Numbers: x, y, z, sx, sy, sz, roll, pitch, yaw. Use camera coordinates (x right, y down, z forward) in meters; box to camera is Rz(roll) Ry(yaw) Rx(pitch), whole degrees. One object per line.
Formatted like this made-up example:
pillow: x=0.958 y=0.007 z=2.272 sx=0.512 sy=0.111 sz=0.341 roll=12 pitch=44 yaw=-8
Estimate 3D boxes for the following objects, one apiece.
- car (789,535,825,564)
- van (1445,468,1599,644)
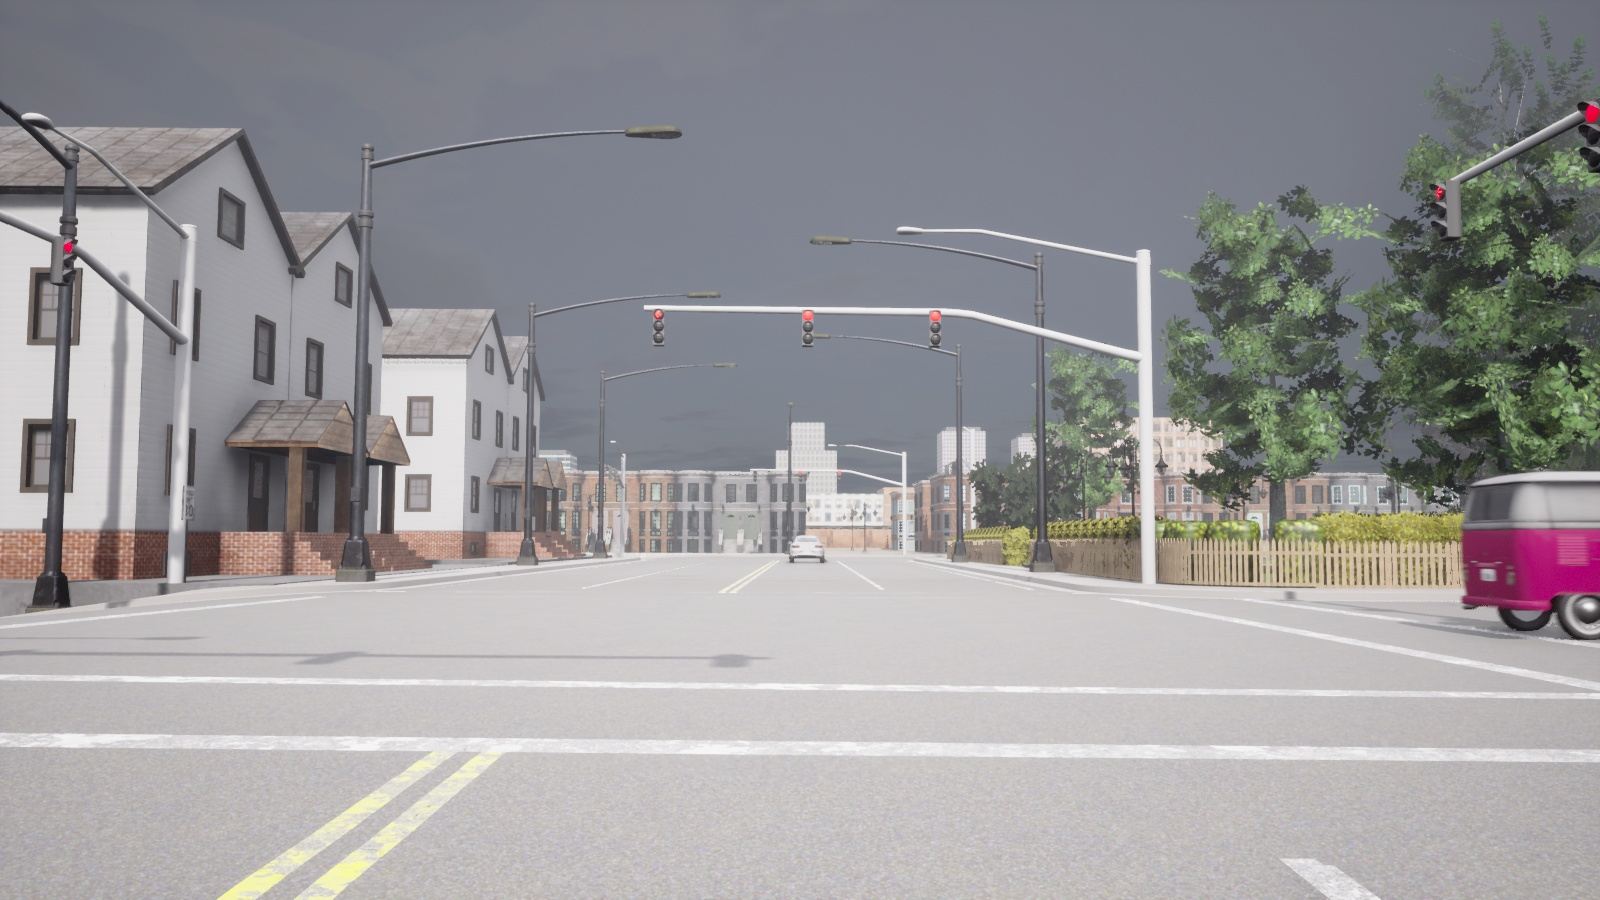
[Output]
car: x=0.365 y=5.252 z=66.562 sx=1.812 sy=1.442 sz=4.674 roll=0 pitch=-4 yaw=0
van: x=10.430 y=1.254 z=15.005 sx=4.442 sy=1.987 sz=1.775 roll=0 pitch=-4 yaw=5
